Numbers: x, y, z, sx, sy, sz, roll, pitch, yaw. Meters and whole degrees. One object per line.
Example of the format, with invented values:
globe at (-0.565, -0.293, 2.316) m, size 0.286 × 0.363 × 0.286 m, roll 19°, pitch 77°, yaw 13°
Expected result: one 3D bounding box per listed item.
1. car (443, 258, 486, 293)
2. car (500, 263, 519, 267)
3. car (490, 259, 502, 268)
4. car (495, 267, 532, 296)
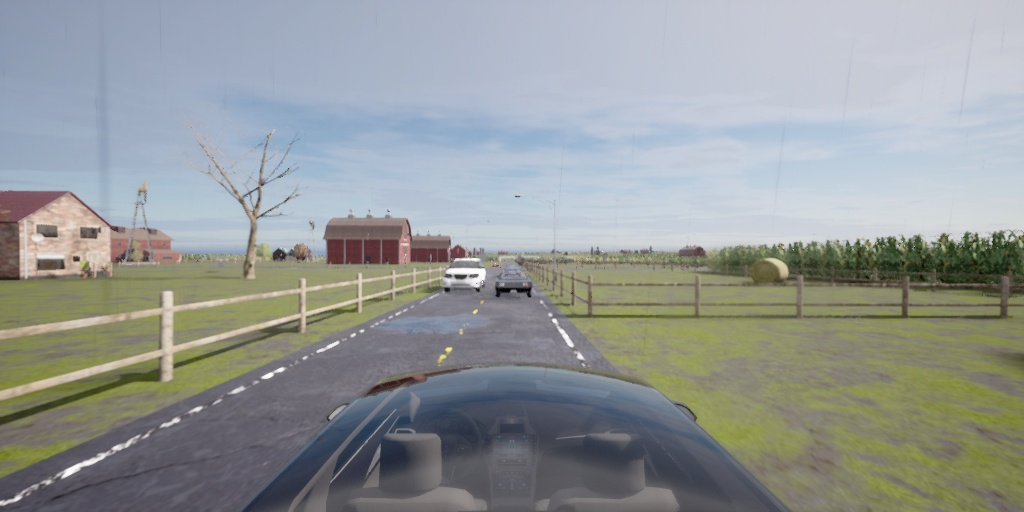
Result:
car at (-2.888, 1.154, 22.927) m, size 2.150 × 2.045 × 5.566 m, roll 0°, pitch -1°, yaw 0°
car at (0.056, 1.629, 39.426) m, size 2.033 × 1.411 × 5.357 m, roll 0°, pitch -1°, yaw 0°
car at (-2.819, 1.279, 63.596) m, size 2.097 × 1.767 × 4.553 m, roll 0°, pitch -1°, yaw 0°
car at (0.077, 1.510, 20.365) m, size 1.895 × 1.301 × 4.718 m, roll 0°, pitch -1°, yaw 0°
